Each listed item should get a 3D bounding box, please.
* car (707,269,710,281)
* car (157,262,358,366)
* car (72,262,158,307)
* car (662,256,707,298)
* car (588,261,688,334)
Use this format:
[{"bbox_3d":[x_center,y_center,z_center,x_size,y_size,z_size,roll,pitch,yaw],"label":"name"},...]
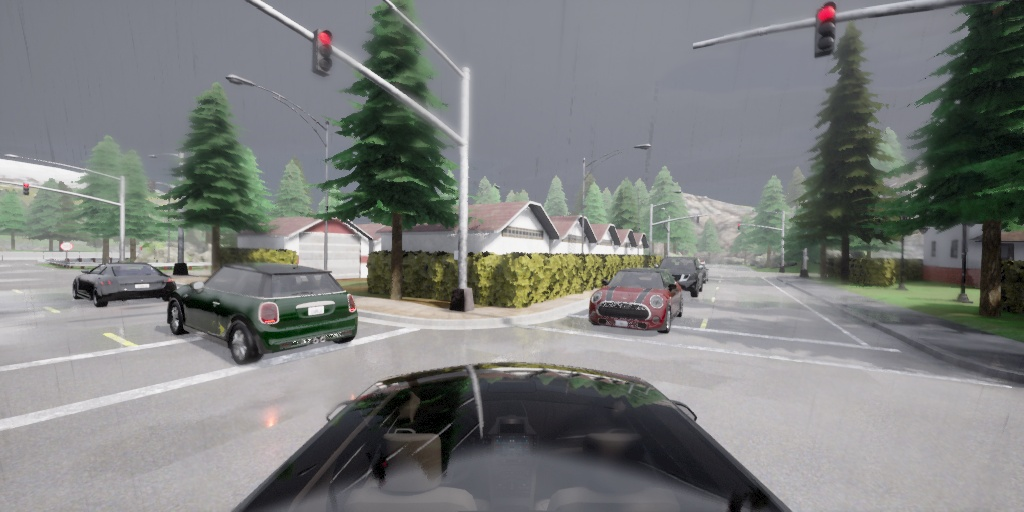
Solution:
[{"bbox_3d":[14.640,1.338,28.787,1.837,1.490,4.892,1,1,31],"label":"car"},{"bbox_3d":[-5.527,0.923,7.888,4.553,1.767,2.097,4,2,31],"label":"car"},{"bbox_3d":[-14.104,0.911,13.045,4.181,1.385,1.994,2,1,31],"label":"car"},{"bbox_3d":[9.342,1.048,20.036,2.150,2.045,5.566,1,1,31],"label":"car"},{"bbox_3d":[4.033,1.172,11.280,2.097,1.767,4.553,1,1,31],"label":"car"}]
